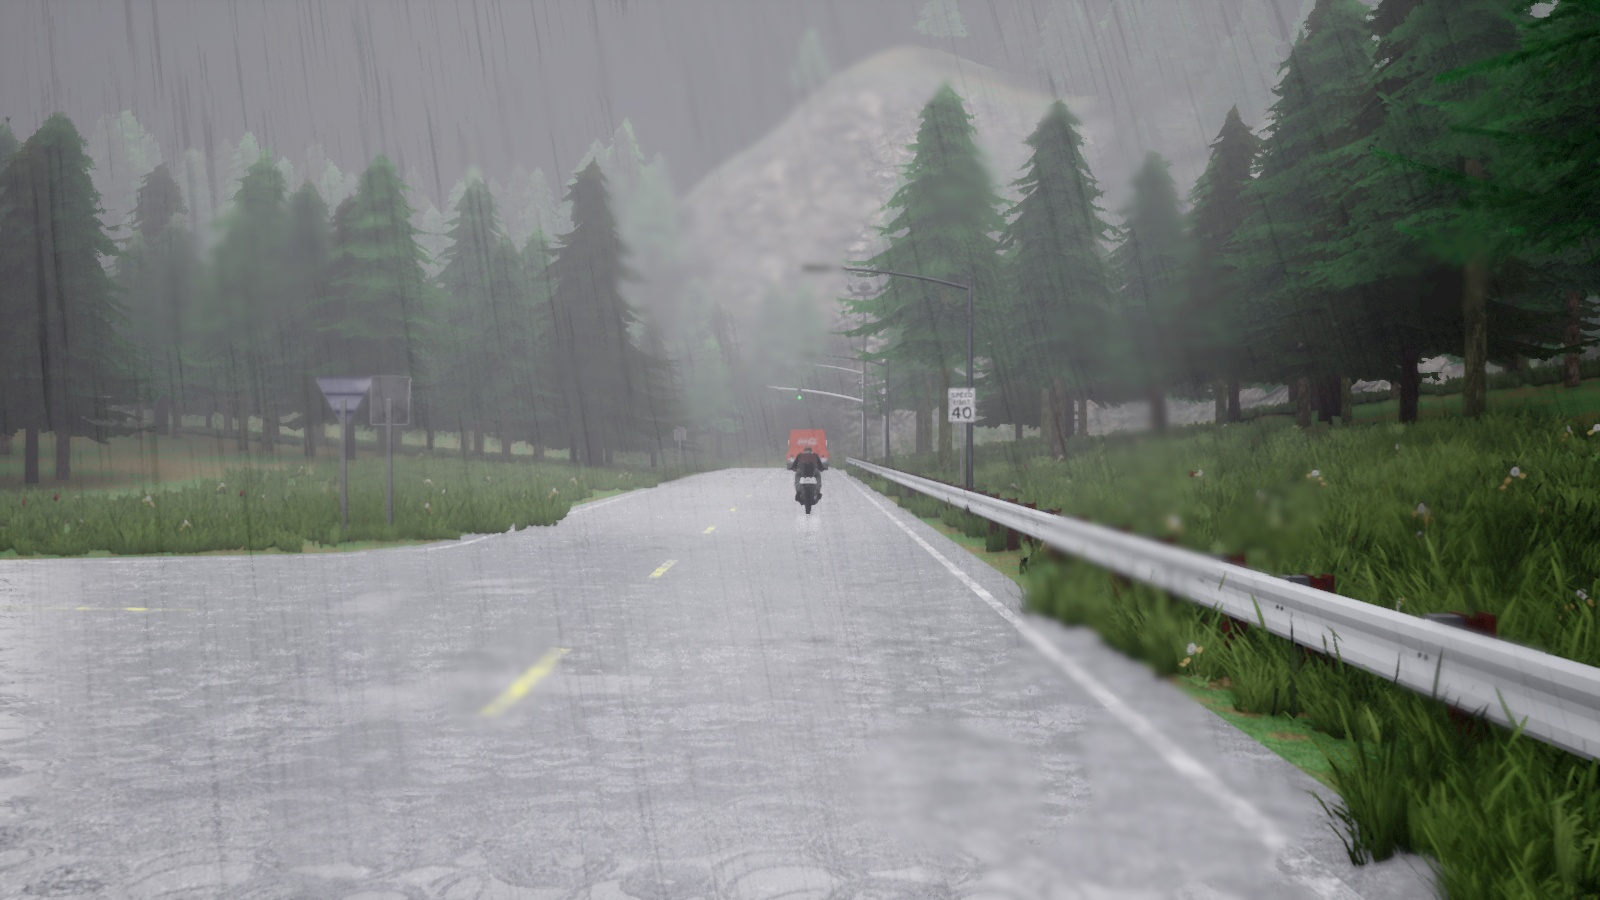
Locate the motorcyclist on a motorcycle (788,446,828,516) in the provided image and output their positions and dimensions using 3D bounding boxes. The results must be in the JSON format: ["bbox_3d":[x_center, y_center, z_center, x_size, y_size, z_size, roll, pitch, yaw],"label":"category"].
[{"bbox_3d":[0.182,0.684,28.617,0.866,1.530,2.191,0,0,0],"label":"motorcyclist on a motorcycle"}]

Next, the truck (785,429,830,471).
[{"bbox_3d":[0.465,-0.005,76.857,2.627,2.467,5.204,0,0,0],"label":"truck"}]
